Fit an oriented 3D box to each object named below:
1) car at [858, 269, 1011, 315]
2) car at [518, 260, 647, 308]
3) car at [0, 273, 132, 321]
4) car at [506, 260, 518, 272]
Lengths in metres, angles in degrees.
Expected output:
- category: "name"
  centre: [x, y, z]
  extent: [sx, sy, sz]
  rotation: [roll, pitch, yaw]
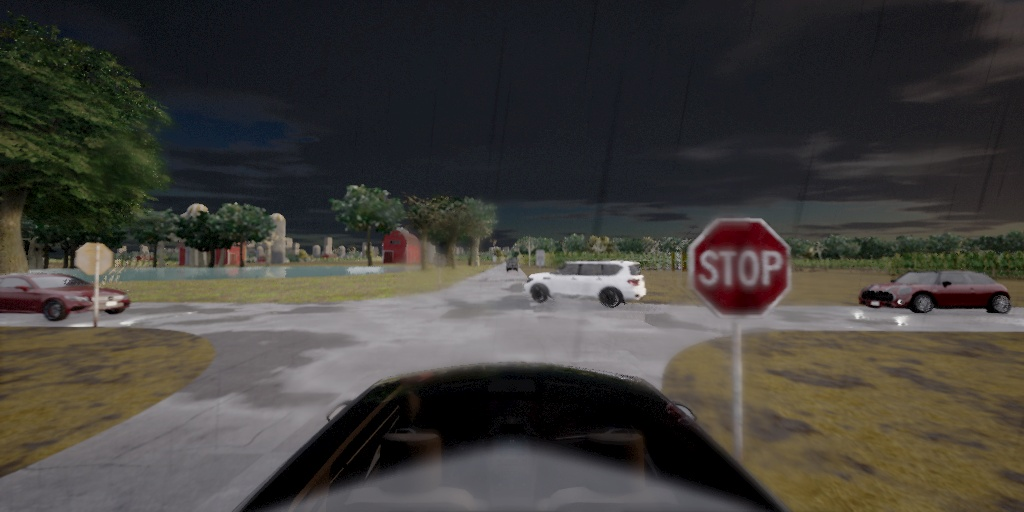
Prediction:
- category: "car"
  centre: [17.276, 1.395, 14.862]
  extent: [4.553, 1.767, 2.097]
  rotation: [0, -2, 0]
- category: "car"
  centre: [3.343, 1.211, 16.813]
  extent: [5.566, 2.045, 2.150]
  rotation: [1, 1, 29]
- category: "car"
  centre: [-15.497, 1.301, 11.848]
  extent: [4.674, 1.442, 1.812]
  rotation: [0, -2, 1]
- category: "car"
  centre: [0.071, 1.878, 59.230]
  extent: [1.837, 1.490, 4.892]
  rotation: [0, -1, 0]
